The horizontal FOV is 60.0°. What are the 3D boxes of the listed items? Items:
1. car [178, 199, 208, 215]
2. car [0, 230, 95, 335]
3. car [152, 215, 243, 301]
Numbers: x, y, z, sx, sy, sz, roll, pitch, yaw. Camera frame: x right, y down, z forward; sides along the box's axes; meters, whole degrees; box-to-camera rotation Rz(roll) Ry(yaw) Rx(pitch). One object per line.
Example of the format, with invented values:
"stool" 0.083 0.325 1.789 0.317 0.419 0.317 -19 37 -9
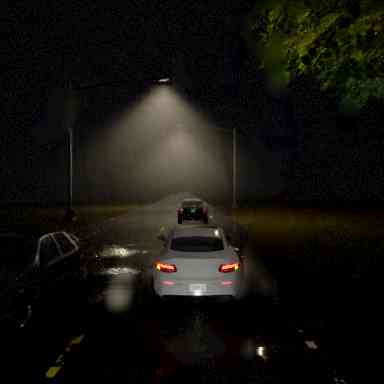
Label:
"car" 0.059 1.300 24.793 2.097 1.767 4.553 0 0 0
"car" -3.596 1.546 6.974 2.033 1.411 5.357 0 0 0
"car" 0.103 1.524 8.181 1.812 1.442 4.674 0 0 0
